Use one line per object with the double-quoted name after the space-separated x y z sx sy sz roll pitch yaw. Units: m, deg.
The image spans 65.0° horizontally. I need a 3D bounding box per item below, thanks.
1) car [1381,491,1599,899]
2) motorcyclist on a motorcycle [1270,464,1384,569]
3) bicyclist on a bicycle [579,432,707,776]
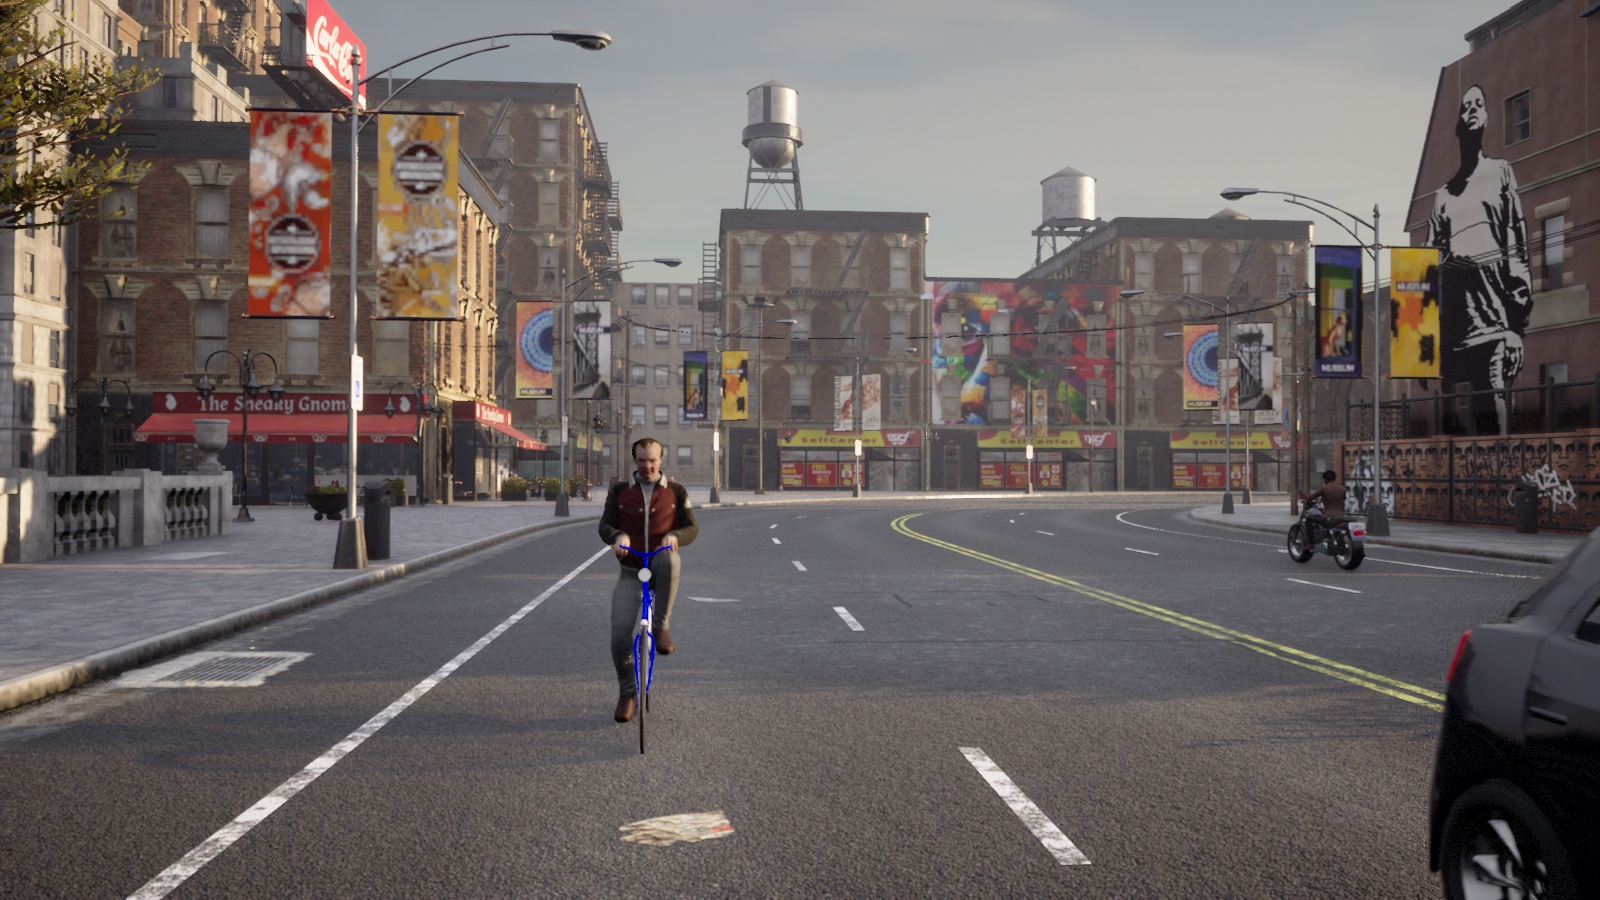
2.992 0.855 2.378 1.845 1.501 3.633 0 -1 -5 "car"
8.749 1.068 20.968 0.766 1.649 2.350 0 -1 -4 "motorcyclist on a motorcycle"
-0.905 0.809 7.443 0.659 1.776 1.843 0 -1 -6 "bicyclist on a bicycle"
